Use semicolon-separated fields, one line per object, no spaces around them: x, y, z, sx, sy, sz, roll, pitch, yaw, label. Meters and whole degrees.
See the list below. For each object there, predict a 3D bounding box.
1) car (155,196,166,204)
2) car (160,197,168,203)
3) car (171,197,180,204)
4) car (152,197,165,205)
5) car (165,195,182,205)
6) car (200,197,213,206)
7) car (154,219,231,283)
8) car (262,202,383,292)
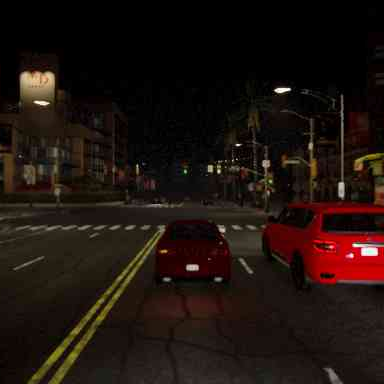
-7.539;1.886;80.079;2.097;1.767;4.553;0;0;0;car
-7.608;2.097;90.142;1.837;1.490;4.892;0;0;0;car
-4.054;2.069;82.200;1.812;1.442;4.674;0;0;0;car
-7.482;2.028;71.705;1.994;1.385;4.181;0;0;0;car
-3.987;1.705;72.486;2.150;2.045;5.566;0;0;0;car
3.159;2.038;66.067;1.895;1.301;4.718;0;0;0;car
0.012;1.544;9.922;1.882;1.535;5.008;0;0;0;car
3.510;1.285;9.267;2.150;2.045;5.566;0;0;0;car
